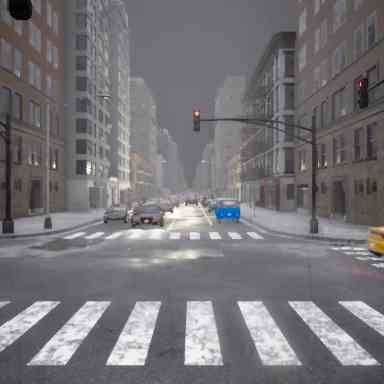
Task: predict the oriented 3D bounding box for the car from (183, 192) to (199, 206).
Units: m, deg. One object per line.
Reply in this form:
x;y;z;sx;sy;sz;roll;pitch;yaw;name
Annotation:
-0.059;1.341;55.136;2.097;1.767;4.553;0;0;0;car

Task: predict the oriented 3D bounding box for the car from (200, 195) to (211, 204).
2.569;1.422;64.809;1.967;1.590;4.097;0;0;0;car

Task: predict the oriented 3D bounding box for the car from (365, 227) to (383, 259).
8.165;1.535;10.295;5.008;1.535;1.882;0;0;6;car

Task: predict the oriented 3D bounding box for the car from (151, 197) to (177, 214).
-2.869;1.524;35.229;1.812;1.442;4.674;0;0;0;car

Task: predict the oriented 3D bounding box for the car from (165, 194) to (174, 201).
-5.474;1.410;81.841;1.967;1.590;4.097;0;0;0;car

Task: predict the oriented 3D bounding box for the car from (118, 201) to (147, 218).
-5.421;1.543;30.704;1.887;1.381;4.507;0;0;0;car

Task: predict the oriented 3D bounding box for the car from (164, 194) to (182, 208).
-2.851;1.486;48.757;2.128;1.511;4.902;0;0;0;car

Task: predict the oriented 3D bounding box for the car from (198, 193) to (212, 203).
2.581;1.305;53.446;2.192;1.841;5.009;0;0;0;car

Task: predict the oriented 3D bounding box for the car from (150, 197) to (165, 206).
-5.444;1.556;53.432;1.947;1.339;4.313;0;0;0;car

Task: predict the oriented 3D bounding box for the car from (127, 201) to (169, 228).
-2.783;1.562;21.907;1.994;1.385;4.181;0;0;-1;car

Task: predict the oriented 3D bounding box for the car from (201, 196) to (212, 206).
2.586;1.576;47.765;1.802;1.307;4.206;0;0;0;car

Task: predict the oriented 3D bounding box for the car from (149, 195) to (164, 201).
-5.439;1.520;47.580;1.752;1.417;4.829;0;0;0;car

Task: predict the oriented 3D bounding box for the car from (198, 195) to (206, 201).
2.545;1.531;87.534;1.947;1.339;4.313;0;0;0;car

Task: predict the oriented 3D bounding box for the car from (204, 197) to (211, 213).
2.598;1.580;36.402;1.802;1.307;4.206;0;0;0;car

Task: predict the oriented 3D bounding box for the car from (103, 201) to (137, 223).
-5.415;1.550;25.023;2.008;1.369;4.403;0;0;0;car

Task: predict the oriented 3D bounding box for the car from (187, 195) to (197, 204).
-0.069;1.460;65.168;1.882;1.535;5.008;0;0;0;car

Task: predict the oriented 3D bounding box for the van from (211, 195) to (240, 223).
2.610;1.340;25.040;1.690;1.788;3.998;0;0;0;van

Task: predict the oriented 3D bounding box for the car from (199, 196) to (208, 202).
2.557;1.525;76.171;2.008;1.369;4.403;0;0;0;car

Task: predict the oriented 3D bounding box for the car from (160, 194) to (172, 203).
-5.462;1.293;70.477;2.192;1.841;5.009;0;0;0;car
